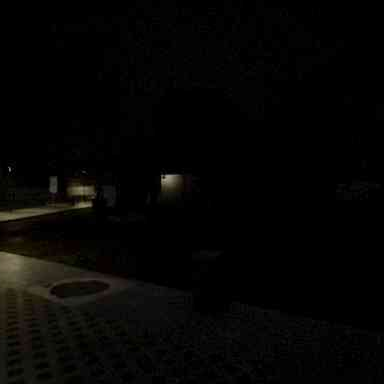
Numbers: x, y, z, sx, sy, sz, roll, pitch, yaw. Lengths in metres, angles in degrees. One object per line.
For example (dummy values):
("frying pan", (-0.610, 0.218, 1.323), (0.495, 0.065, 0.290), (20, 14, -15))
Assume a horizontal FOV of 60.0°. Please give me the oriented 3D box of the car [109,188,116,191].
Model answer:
("car", (-12.416, 0.056, 54.338), (1.812, 1.442, 4.674), (1, 2, 11))
